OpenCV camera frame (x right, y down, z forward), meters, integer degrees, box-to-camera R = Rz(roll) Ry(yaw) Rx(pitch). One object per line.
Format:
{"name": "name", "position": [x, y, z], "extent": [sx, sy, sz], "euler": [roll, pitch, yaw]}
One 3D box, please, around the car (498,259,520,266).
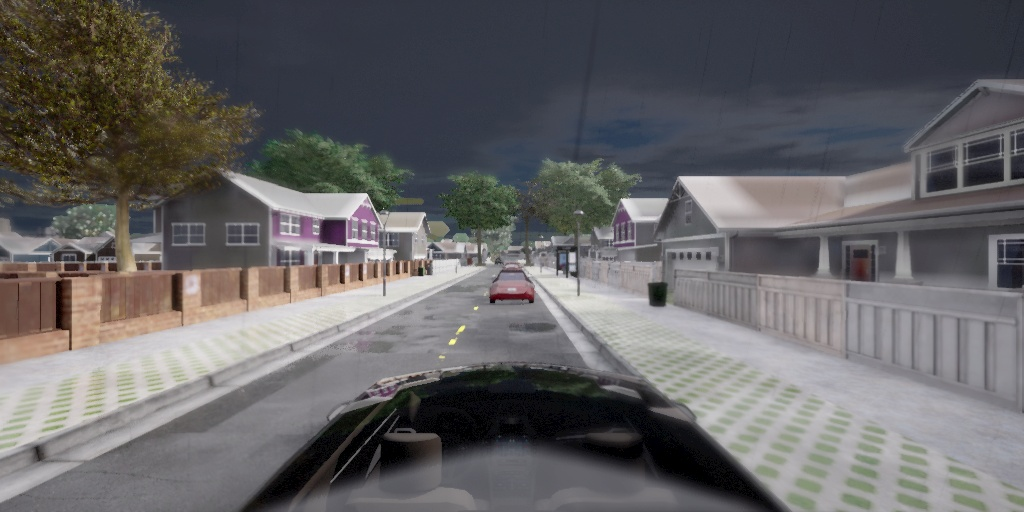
{"name": "car", "position": [0.000, 1.283, 31.500], "extent": [1.812, 1.442, 4.674], "euler": [0, 0, 0]}

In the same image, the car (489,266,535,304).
{"name": "car", "position": [0.000, 1.321, 16.500], "extent": [1.994, 1.385, 4.181], "euler": [0, 0, 0]}
